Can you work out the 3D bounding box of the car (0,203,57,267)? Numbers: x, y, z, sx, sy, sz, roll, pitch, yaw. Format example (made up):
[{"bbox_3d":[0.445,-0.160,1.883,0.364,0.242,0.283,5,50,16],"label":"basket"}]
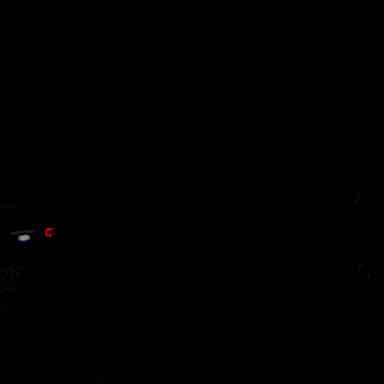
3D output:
[{"bbox_3d":[-6.463,1.419,11.237,2.150,2.045,5.566,-1,-1,-42],"label":"car"}]

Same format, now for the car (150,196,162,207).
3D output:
[{"bbox_3d":[-6.493,1.693,63.848,2.150,2.045,5.566,-2,1,7],"label":"car"}]
